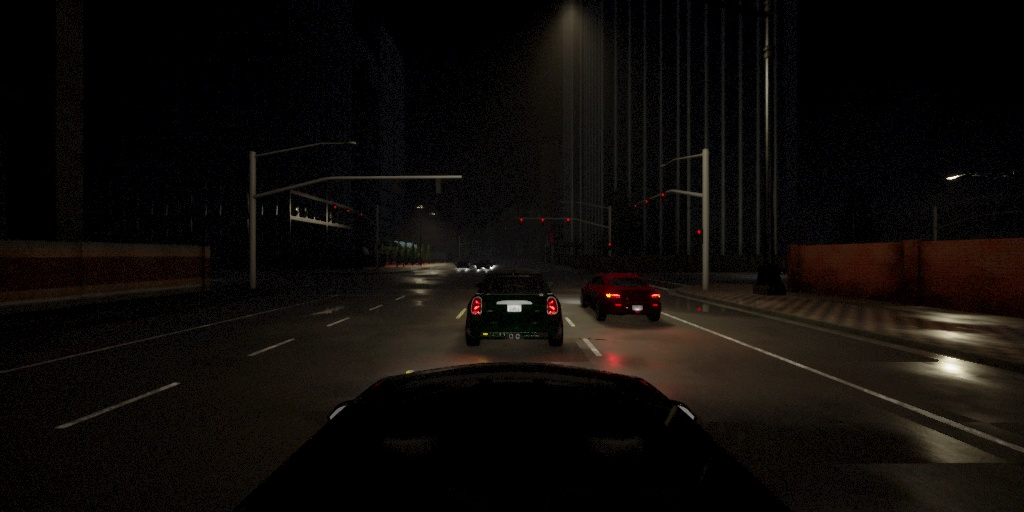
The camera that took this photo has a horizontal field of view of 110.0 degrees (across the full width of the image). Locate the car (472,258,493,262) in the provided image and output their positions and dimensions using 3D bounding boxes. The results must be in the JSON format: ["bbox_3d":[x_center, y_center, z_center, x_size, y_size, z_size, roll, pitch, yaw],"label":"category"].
[{"bbox_3d":[-4.370,1.290,54.381,2.033,1.411,5.357,0,0,0],"label":"car"}]

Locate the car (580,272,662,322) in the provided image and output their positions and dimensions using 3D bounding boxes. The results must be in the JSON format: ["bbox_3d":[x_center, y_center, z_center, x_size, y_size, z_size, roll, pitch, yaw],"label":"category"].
[{"bbox_3d":[3.556,1.274,12.276,1.812,1.442,4.674,0,0,2],"label":"car"}]

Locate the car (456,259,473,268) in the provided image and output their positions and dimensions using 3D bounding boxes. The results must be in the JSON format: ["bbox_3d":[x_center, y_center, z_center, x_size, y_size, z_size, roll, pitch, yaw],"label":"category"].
[{"bbox_3d":[-7.990,1.306,58.796,1.994,1.385,4.181,0,0,-1],"label":"car"}]

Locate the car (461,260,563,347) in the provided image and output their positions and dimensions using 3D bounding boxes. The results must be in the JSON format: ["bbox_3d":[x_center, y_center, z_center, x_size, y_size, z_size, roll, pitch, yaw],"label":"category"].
[{"bbox_3d":[0.062,1.101,9.518,2.097,1.767,4.553,0,0,0],"label":"car"}]

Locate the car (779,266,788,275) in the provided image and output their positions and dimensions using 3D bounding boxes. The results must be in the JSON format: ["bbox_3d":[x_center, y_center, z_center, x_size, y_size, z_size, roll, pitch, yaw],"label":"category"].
[{"bbox_3d":[29.924,1.346,36.822,4.718,1.301,1.895,0,0,0],"label":"car"}]
